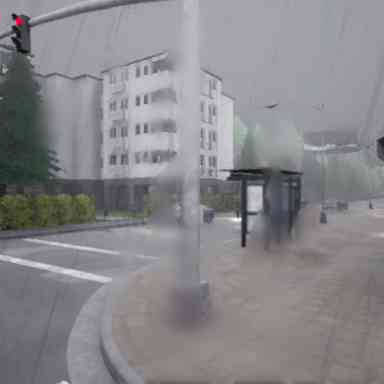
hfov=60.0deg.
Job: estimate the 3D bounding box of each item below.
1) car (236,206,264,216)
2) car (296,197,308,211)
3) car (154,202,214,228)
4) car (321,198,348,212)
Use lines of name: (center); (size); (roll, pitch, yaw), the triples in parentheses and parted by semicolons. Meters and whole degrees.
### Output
car: (5.407, 1.373, 28.559); (1.994, 1.385, 4.181); (0, 0, 36)
car: (11.385, 1.301, 36.831); (2.128, 1.511, 4.902); (0, 0, 36)
car: (-0.346, 1.335, 20.549); (1.812, 1.442, 4.674); (0, 0, 35)
car: (15.773, 1.361, 36.673); (2.033, 1.411, 5.357); (0, 0, 36)
